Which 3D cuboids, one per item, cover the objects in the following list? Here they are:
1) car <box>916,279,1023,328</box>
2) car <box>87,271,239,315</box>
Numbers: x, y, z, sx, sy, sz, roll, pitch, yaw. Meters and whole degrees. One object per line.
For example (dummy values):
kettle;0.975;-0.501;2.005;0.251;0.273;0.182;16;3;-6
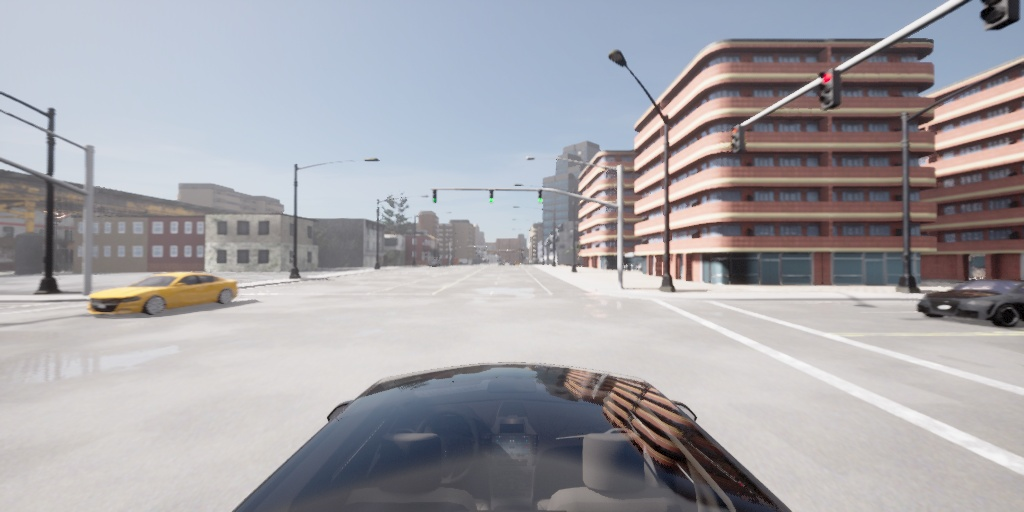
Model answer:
car;15.990;1.464;11.676;4.181;1.385;1.994;0;-1;-2
car;-13.527;1.410;14.364;1.882;1.535;5.008;0;0;1
